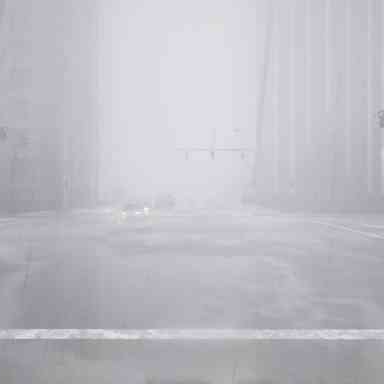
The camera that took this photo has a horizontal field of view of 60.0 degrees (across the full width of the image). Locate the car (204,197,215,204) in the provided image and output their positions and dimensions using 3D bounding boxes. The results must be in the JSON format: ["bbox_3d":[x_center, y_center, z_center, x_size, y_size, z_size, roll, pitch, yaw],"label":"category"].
[{"bbox_3d":[3.417,1.601,64.963,1.895,1.301,4.718,0,0,0],"label":"car"}]

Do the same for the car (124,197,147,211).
[{"bbox_3d":[-7.151,1.478,41.209,1.882,1.535,5.008,0,0,0],"label":"car"}]

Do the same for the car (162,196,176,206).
[{"bbox_3d":[-3.649,1.478,54.300,1.882,1.535,5.008,0,0,0],"label":"car"}]

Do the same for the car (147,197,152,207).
[{"bbox_3d":[-7.152,1.491,50.696,2.128,1.511,4.902,0,0,0],"label":"car"}]

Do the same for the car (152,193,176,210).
[{"bbox_3d":[-3.655,1.221,44.304,2.150,2.045,5.566,0,0,0],"label":"car"}]

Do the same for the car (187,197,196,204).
[{"bbox_3d":[-0.083,1.601,65.498,1.895,1.301,4.718,0,0,0],"label":"car"}]
